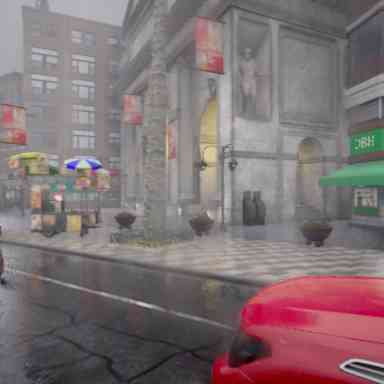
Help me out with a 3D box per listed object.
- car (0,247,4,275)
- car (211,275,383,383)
[{"bbox_3d":[-6.654,1.560,8.615,4.674,1.442,1.812,0,0,35],"label":"car"},{"bbox_3d":[2.805,1.217,1.890,5.566,2.045,2.150,0,0,36],"label":"car"}]
